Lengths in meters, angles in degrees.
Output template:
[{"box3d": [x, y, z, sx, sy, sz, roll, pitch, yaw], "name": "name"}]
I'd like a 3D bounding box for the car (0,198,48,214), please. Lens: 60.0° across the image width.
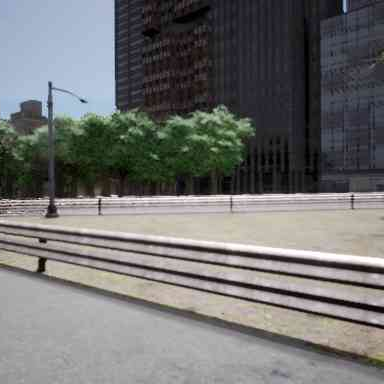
[{"box3d": [-16.019, 1.325, 31.610, 4.674, 1.442, 1.812, -1, 0, 6], "name": "car"}]
